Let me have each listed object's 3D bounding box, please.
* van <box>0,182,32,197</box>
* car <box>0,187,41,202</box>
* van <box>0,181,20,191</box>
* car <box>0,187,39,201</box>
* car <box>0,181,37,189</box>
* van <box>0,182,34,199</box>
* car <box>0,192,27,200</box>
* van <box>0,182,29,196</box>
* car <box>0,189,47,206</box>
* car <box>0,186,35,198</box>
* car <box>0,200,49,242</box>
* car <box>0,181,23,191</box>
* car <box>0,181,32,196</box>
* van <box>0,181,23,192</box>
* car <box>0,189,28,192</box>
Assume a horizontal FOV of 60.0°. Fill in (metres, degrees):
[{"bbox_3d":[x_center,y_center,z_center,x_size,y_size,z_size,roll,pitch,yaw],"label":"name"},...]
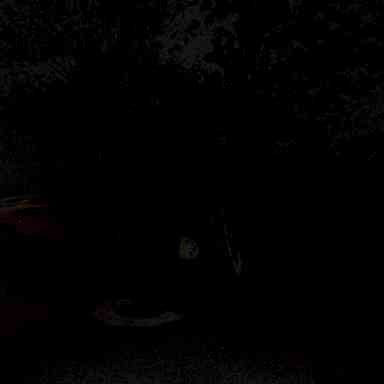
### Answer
[{"bbox_3d":[-24.835,-0.327,46.280,4.442,1.987,1.878,1,1,-30],"label":"van"},{"bbox_3d":[-19.415,0.308,36.787,4.792,1.488,2.163,1,2,-30],"label":"car"},{"bbox_3d":[-40.221,-1.335,72.709,4.442,1.987,1.878,1,1,-30],"label":"van"},{"bbox_3d":[-20.741,0.209,39.066,4.792,1.488,2.163,1,1,-30],"label":"car"},{"bbox_3d":[-15.166,0.370,29.495,5.566,2.045,2.435,1,2,-30],"label":"car"},{"bbox_3d":[-22.236,-0.145,41.368,4.442,1.987,1.878,1,2,-31],"label":"van"},{"bbox_3d":[-8.270,1.067,17.647,4.553,1.767,2.185,1,2,-30],"label":"car"},{"bbox_3d":[-26.430,-0.422,48.556,4.442,1.987,1.878,1,1,-30],"label":"van"},{"bbox_3d":[-16.617,0.535,31.866,4.792,1.488,2.163,1,2,-30],"label":"car"},{"bbox_3d":[-23.545,-0.012,43.837,5.008,1.535,2.097,1,1,-30],"label":"car"},{"bbox_3d":[-6.913,1.307,15.239,5.008,1.535,2.097,1,2,-30],"label":"car"},{"bbox_3d":[-38.952,-1.271,70.243,5.566,2.045,2.435,1,1,-30],"label":"car"},{"bbox_3d":[-27.745,-0.537,50.992,5.566,2.045,2.435,1,1,-30],"label":"car"},{"bbox_3d":[-34.649,-0.970,63.138,4.442,1.987,1.878,1,1,-30],"label":"van"},{"bbox_3d":[-12.576,0.845,24.611,5.366,1.575,1.946,1,2,-30],"label":"car"}]
